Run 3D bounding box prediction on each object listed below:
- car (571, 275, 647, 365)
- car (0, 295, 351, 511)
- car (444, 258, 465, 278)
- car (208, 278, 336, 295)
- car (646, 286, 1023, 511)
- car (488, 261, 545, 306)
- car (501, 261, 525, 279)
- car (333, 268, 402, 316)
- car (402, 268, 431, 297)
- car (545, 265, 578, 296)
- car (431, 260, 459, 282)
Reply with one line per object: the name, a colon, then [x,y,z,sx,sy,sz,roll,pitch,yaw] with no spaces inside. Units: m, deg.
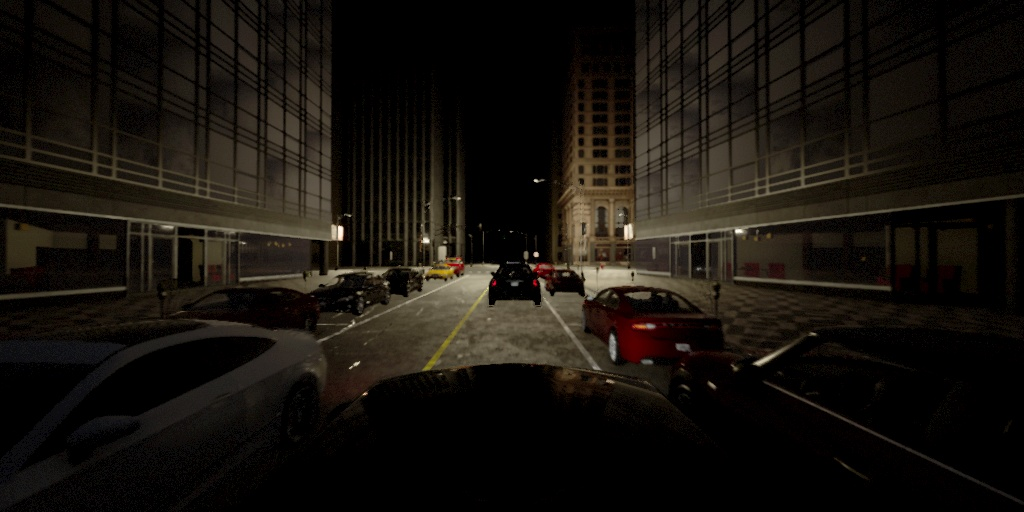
car: [2.671,1.292,7.832,1.888,1.381,4.507,0,0,0]
car: [-3.099,1.275,2.484,1.812,1.442,4.674,0,0,0]
car: [-5.848,1.095,35.134,2.192,1.841,5.009,0,0,0]
car: [-5.855,1.329,7.839,1.802,1.307,4.207,0,0,0]
car: [2.669,1.189,2.373,1.967,1.591,4.097,0,0,0]
car: [0.104,1.100,15.811,2.097,1.767,4.553,0,0,0]
car: [0.109,1.270,34.419,2.128,1.511,4.902,0,0,0]
car: [-5.853,1.298,13.298,2.007,1.370,4.403,0,0,0]
car: [-5.852,1.317,18.757,1.948,1.339,4.313,0,0,0]
car: [2.673,1.333,18.751,1.802,1.307,4.207,0,0,0]
car: [-5.849,1.293,29.505,1.751,1.417,4.829,0,0,0]
